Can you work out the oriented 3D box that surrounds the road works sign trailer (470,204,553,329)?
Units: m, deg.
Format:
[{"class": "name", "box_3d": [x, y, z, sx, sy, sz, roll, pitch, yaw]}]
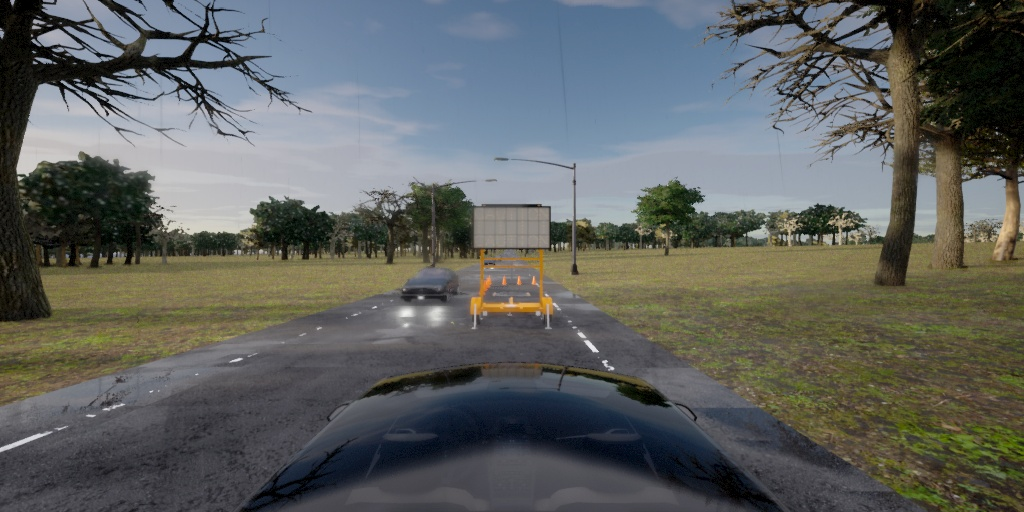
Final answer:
[{"class": "road works sign trailer", "box_3d": [-0.010, 0.197, 11.146, 2.380, 3.560, 2.880, 0, 0, 0]}]

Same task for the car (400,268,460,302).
[{"class": "car", "box_3d": [-3.616, 1.259, 16.882, 2.033, 1.411, 5.357, 0, 0, 0]}]

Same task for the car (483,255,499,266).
[{"class": "car", "box_3d": [-3.650, 0.989, 57.063, 2.033, 1.411, 5.357, 0, 1, 0]}]
